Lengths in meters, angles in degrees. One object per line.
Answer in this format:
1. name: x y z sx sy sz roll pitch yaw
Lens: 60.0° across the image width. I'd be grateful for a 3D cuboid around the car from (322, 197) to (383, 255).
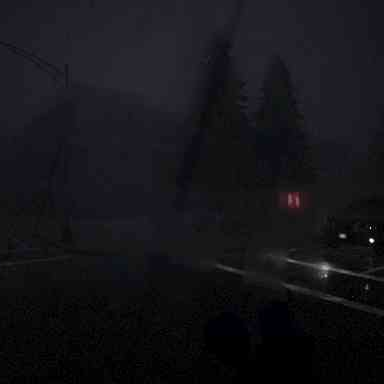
1. car: 7.698 1.248 13.745 5.566 2.045 2.150 0 0 -37
